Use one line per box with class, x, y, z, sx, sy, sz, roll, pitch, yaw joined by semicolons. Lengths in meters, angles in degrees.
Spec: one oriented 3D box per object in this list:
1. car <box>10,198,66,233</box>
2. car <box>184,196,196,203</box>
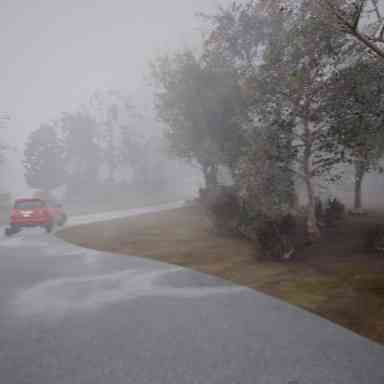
car;-9.810;1.424;21.499;2.150;2.045;5.566;-2;0;-10
car;-0.032;1.414;63.182;1.895;1.301;4.718;-3;1;12
